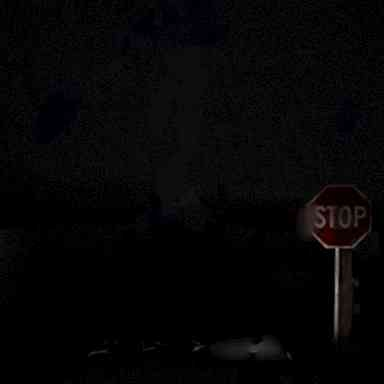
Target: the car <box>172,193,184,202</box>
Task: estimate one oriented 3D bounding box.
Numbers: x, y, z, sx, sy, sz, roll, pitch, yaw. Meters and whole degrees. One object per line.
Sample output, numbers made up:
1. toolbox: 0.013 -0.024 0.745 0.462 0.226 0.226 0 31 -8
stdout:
1. car: -2.730 1.045 65.512 2.097 1.767 4.553 0 0 0
